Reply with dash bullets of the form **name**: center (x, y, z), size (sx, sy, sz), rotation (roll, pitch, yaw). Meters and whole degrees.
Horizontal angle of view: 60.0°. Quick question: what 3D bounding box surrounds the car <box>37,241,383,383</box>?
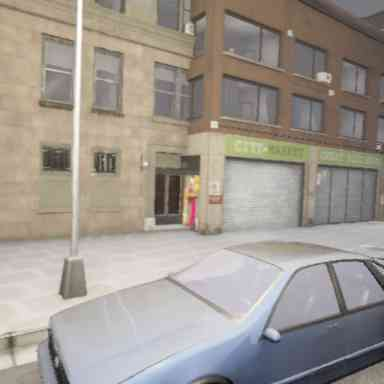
- **car**: center (1.078, 1.393, 4.144), size (5.357, 1.411, 2.033), rotation (1, 3, -30)
